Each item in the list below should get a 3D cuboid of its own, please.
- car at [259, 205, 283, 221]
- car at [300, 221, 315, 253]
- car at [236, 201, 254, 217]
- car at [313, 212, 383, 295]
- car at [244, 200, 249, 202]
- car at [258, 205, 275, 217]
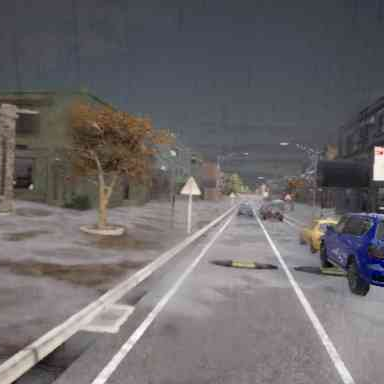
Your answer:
[{"bbox_3d":[9.164,2.259,38.062,2.097,1.767,4.553,3,-1,10],"label":"car"},{"bbox_3d":[6.368,1.981,15.845,1.801,1.575,5.366,3,-1,9],"label":"car"},{"bbox_3d":[6.659,2.311,41.668,1.837,1.490,4.892,3,-1,9],"label":"car"},{"bbox_3d":[5.383,1.626,9.769,2.150,2.045,5.566,3,-1,9],"label":"car"},{"bbox_3d":[14.488,3.023,89.267,2.128,1.511,4.902,3,-1,9],"label":"car"},{"bbox_3d":[10.730,2.621,47.960,2.033,1.411,5.357,3,0,9],"label":"car"}]
